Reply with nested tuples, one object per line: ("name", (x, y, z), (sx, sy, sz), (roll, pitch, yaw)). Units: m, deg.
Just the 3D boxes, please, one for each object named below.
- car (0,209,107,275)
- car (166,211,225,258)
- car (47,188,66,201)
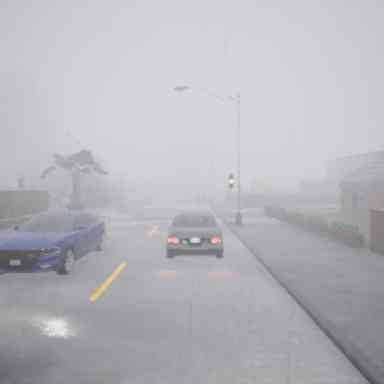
("car", (-4.048, 1.330, 10.140), (1.882, 1.535, 5.008), (0, 0, 0))
("car", (0.100, 1.374, 11.893), (2.033, 1.411, 5.357), (0, 1, 0))
("car", (-19.745, 0.309, 46.926), (1.905, 1.878, 3.866), (1, 1, 35))
